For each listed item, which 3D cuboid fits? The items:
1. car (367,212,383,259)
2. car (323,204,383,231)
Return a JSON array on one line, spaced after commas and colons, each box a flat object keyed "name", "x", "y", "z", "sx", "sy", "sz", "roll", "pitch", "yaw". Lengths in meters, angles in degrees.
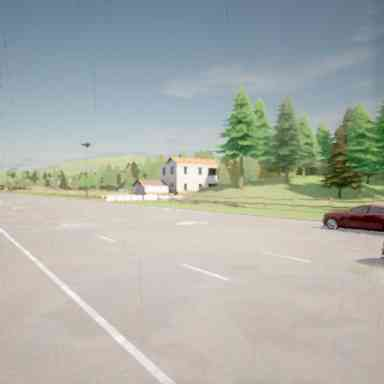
[{"name": "car", "x": 7.440, "y": 1.455, "z": 8.269, "sx": 2.128, "sy": 1.511, "sz": 4.902, "roll": 0, "pitch": 1, "yaw": -35}, {"name": "car", "x": 9.427, "y": 1.378, "z": 17.598, "sx": 1.882, "sy": 1.535, "sz": 5.008, "roll": 0, "pitch": 0, "yaw": -35}]
